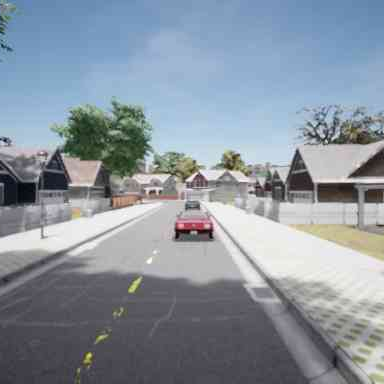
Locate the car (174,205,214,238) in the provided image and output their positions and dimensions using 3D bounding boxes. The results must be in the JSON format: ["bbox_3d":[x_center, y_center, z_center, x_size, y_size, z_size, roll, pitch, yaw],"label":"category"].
[{"bbox_3d":[0.093,1.594,17.595,1.895,1.301,4.718,0,0,0],"label":"car"}]

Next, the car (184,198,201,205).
[{"bbox_3d":[0.071,1.473,40.784,2.128,1.511,4.902,0,0,0],"label":"car"}]
